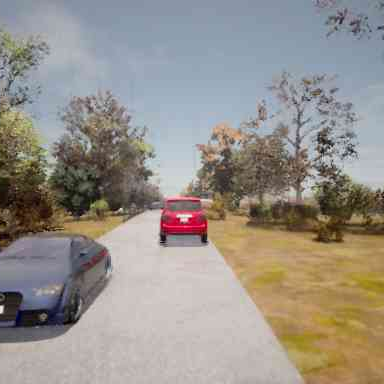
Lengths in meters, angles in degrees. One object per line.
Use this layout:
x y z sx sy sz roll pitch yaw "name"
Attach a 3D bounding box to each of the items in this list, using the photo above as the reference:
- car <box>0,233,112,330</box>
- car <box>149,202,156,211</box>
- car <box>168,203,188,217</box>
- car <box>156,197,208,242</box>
-3.016 1.584 6.984 1.994 1.385 4.181 0 0 -2 "car"
-5.340 2.116 50.134 1.994 1.385 4.181 0 -1 -3 "car"
-1.521 1.862 35.034 1.895 1.301 4.718 0 -1 -3 "car"
-0.464 1.286 16.806 2.150 2.045 5.566 0 0 -3 "car"
